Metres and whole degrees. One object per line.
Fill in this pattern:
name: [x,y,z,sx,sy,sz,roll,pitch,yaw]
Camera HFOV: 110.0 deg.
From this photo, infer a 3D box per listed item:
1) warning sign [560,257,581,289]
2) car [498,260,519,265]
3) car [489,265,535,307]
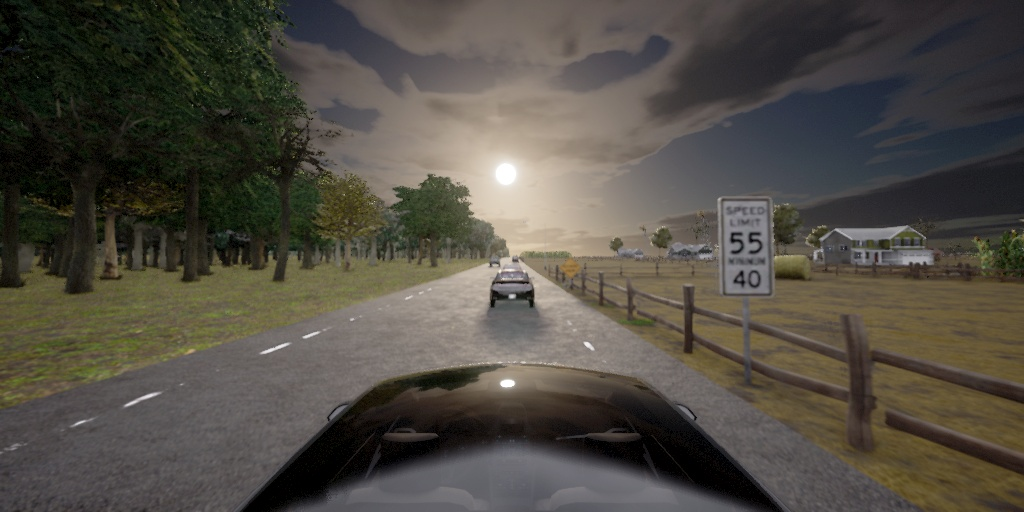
warning sign: [3.559,1.003,21.525,1.300,1.860,1.060,0,0,0]
car: [0.018,1.399,31.342,1.882,1.535,5.008,0,0,0]
car: [0.010,1.353,16.155,2.128,1.511,4.902,0,0,0]
